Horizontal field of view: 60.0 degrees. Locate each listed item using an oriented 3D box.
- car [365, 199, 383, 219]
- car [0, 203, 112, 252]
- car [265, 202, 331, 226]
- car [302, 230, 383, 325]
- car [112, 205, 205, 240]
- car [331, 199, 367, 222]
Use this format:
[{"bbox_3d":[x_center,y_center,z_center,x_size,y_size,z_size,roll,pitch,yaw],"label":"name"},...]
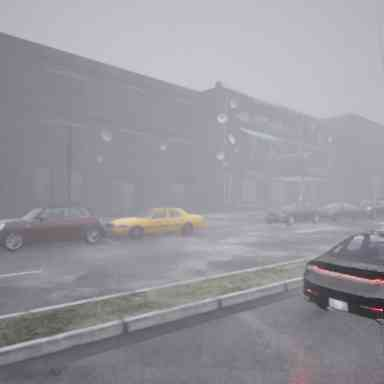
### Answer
[{"bbox_3d":[16.197,1.403,30.166,4.553,1.767,2.185,0,0,-36],"label":"car"},{"bbox_3d":[-6.098,1.348,14.064,4.553,1.767,2.185,0,0,-36],"label":"car"},{"bbox_3d":[7.321,1.508,23.753,4.892,1.521,2.231,0,0,-36],"label":"car"},{"bbox_3d":[4.213,1.511,6.498,4.902,1.511,2.128,0,0,-35],"label":"car"},{"bbox_3d":[-1.792,1.481,17.170,5.366,1.575,1.946,0,0,-36],"label":"car"},{"bbox_3d":[11.795,1.558,26.987,4.674,1.452,2.002,0,0,-36],"label":"car"}]
